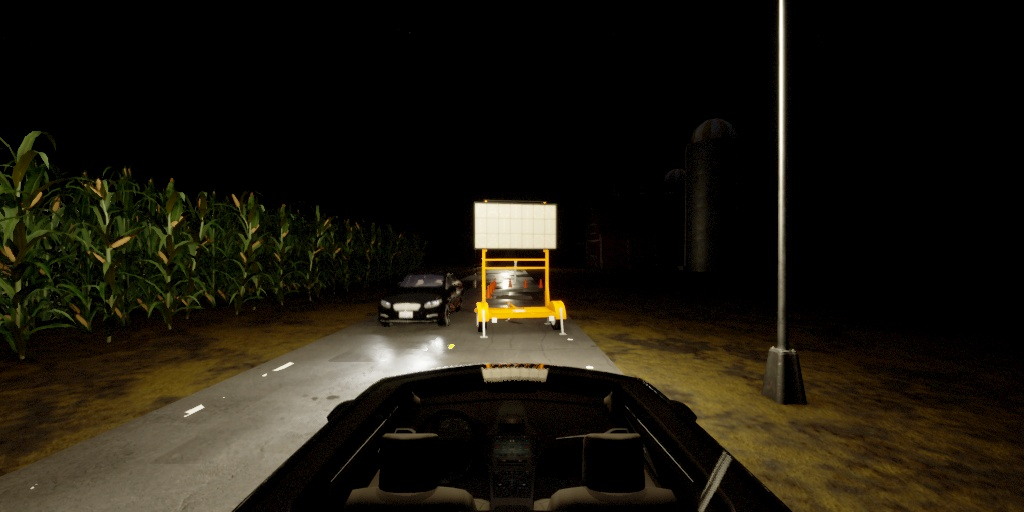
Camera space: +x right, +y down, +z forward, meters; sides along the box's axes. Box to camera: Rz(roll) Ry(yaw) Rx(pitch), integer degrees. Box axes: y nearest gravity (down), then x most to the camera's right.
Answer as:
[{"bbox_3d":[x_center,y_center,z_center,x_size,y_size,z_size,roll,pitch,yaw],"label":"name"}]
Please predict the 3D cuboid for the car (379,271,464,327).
[{"bbox_3d":[-2.722,1.248,11.662,2.128,1.511,4.902,0,0,0],"label":"car"}]

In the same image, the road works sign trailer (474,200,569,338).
[{"bbox_3d":[0.079,0.219,10.310,2.380,3.560,2.880,0,0,-9],"label":"road works sign trailer"}]
